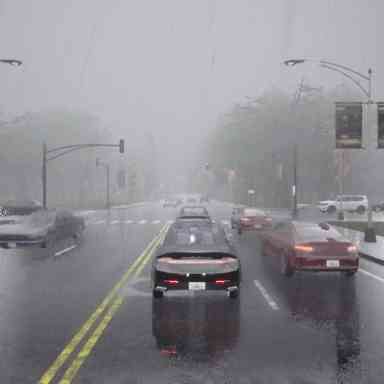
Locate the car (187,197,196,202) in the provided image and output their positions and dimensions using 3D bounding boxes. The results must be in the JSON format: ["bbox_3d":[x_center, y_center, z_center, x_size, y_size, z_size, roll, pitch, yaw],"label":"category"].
[{"bbox_3d":[-0.107,1.893,82.514,1.882,1.535,5.008,0,-1,0],"label":"car"}]

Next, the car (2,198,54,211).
[{"bbox_3d":[-14.790,1.374,30.594,4.553,1.767,2.097,0,0,-1],"label":"car"}]

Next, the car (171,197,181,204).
[{"bbox_3d":[-3.343,1.850,71.289,1.994,1.385,4.181,0,-1,0],"label":"car"}]

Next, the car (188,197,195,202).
[{"bbox_3d":[-0.122,1.965,92.967,1.994,1.385,4.181,0,-1,0],"label":"car"}]

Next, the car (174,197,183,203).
[{"bbox_3d":[-3.357,1.945,81.766,2.033,1.411,5.357,0,-1,0],"label":"car"}]

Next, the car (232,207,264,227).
[{"bbox_3d":[3.336,1.555,18.997,1.812,1.442,4.674,0,0,1],"label":"car"}]

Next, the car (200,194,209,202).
[{"bbox_3d":[3.143,1.642,82.584,2.150,2.045,5.566,0,-1,0],"label":"car"}]

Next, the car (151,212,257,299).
[{"bbox_3d":[0.089,1.496,8.471,2.128,1.511,4.902,0,0,0],"label":"car"}]

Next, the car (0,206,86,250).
[{"bbox_3d":[-6.427,1.564,14.794,2.033,1.411,5.357,0,0,3],"label":"car"}]

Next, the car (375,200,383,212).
[{"bbox_3d":[23.945,1.695,40.874,5.008,1.535,1.882,0,0,0],"label":"car"}]

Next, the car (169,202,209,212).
[{"bbox_3d":[0.078,1.517,17.879,2.128,1.511,4.902,0,0,0],"label":"car"}]

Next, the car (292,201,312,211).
[{"bbox_3d":[14.813,1.772,40.790,4.718,1.301,1.895,0,0,0],"label":"car"}]

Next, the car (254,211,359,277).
[{"bbox_3d":[3.333,1.533,10.189,1.812,1.442,4.674,0,0,0],"label":"car"}]

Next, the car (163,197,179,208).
[{"bbox_3d":[-3.411,1.760,52.026,1.895,1.301,4.718,0,0,0],"label":"car"}]

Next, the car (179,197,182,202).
[{"bbox_3d":[-3.395,1.705,61.378,2.128,1.511,4.902,0,0,1],"label":"car"}]

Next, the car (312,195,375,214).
[{"bbox_3d":[17.058,1.399,37.567,5.566,2.045,2.150,0,0,-1],"label":"car"}]
